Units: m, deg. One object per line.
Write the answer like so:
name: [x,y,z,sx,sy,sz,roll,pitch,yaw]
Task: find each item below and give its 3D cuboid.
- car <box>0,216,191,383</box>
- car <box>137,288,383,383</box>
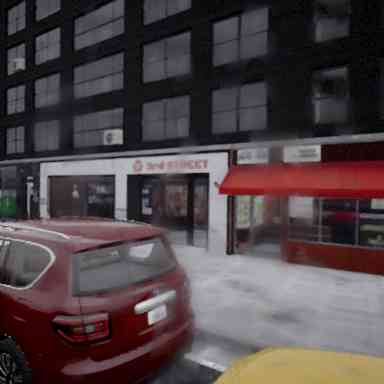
car: [-2.294,1.285,4.691,5.009,1.841,2.192,0,1,35]
car: [2.126,1.530,1.563,4.829,1.417,1.752,0,1,35]
